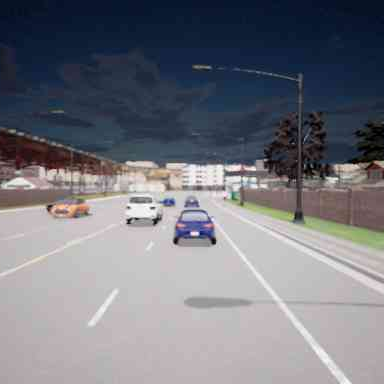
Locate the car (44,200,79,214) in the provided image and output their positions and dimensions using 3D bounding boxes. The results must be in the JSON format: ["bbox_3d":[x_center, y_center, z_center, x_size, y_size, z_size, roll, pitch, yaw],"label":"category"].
[{"bbox_3d":[-14.122,1.562,36.276,1.895,1.301,4.718,0,0,0],"label":"car"}]

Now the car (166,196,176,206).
[{"bbox_3d":[-3.567,1.397,52.372,1.882,1.535,5.008,0,1,0],"label":"car"}]

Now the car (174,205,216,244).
[{"bbox_3d":[0.105,1.545,15.912,1.812,1.442,4.674,0,0,0],"label":"car"}]

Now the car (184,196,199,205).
[{"bbox_3d":[-0.056,1.318,50.005,2.097,1.767,4.553,0,1,0],"label":"car"}]

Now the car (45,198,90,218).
[{"bbox_3d":[-10.605,1.326,29.192,2.097,1.767,4.553,0,0,0],"label":"car"}]

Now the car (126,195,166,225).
[{"bbox_3d":[-3.434,1.229,24.585,2.150,2.045,5.566,0,0,0],"label":"car"}]
